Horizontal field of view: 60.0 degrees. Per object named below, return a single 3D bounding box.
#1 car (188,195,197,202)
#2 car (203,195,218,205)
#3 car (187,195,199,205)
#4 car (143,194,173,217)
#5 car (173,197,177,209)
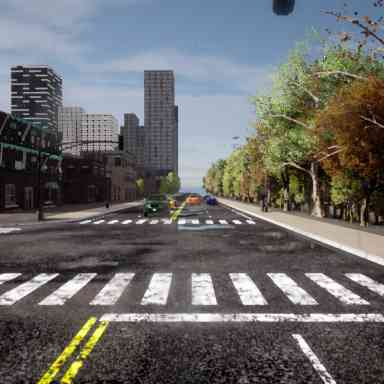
[{"bbox_3d":[0.119,1.448,72.852,1.882,1.535,5.008,0,0,0],"label":"car"},{"bbox_3d":[3.435,1.541,58.538,1.994,1.385,4.181,0,0,0],"label":"car"},{"bbox_3d":[0.192,1.331,59.002,2.097,1.767,4.553,0,0,-1],"label":"car"},{"bbox_3d":[-3.296,1.211,32.094,2.150,2.045,5.566,0,0,0],"label":"car"},{"bbox_3d":[-3.277,1.463,42.276,1.882,1.535,5.008,0,0,0],"label":"car"}]
